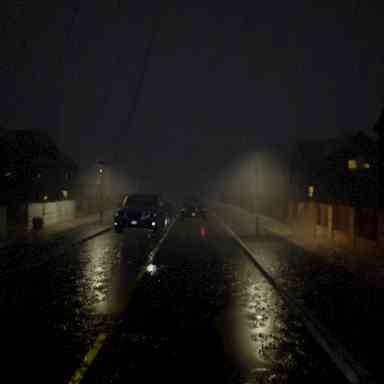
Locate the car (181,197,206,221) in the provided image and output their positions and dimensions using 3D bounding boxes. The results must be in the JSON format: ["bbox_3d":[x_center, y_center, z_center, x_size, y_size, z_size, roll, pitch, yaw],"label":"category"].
[{"bbox_3d":[0.131,1.366,25.603,1.812,1.442,4.674,0,0,1],"label":"car"}]

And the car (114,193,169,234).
[{"bbox_3d":[-2.734,1.104,18.614,2.150,2.045,5.566,0,0,1],"label":"car"}]

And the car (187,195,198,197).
[{"bbox_3d":[0.023,1.116,42.196,2.097,1.767,4.553,0,0,-1],"label":"car"}]

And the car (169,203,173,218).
[{"bbox_3d":[-2.686,1.391,28.030,1.994,1.385,4.181,0,0,0],"label":"car"}]
